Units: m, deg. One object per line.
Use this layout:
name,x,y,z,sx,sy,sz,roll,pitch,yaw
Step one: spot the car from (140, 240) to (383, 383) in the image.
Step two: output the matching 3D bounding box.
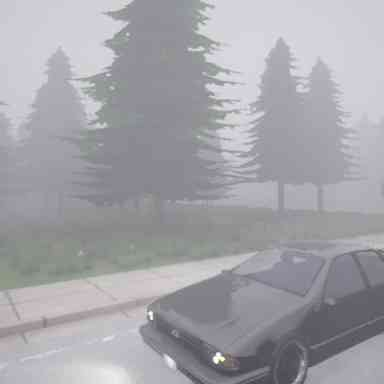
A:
car,1.931,1.535,5.303,5.357,1.411,2.033,0,0,-35
